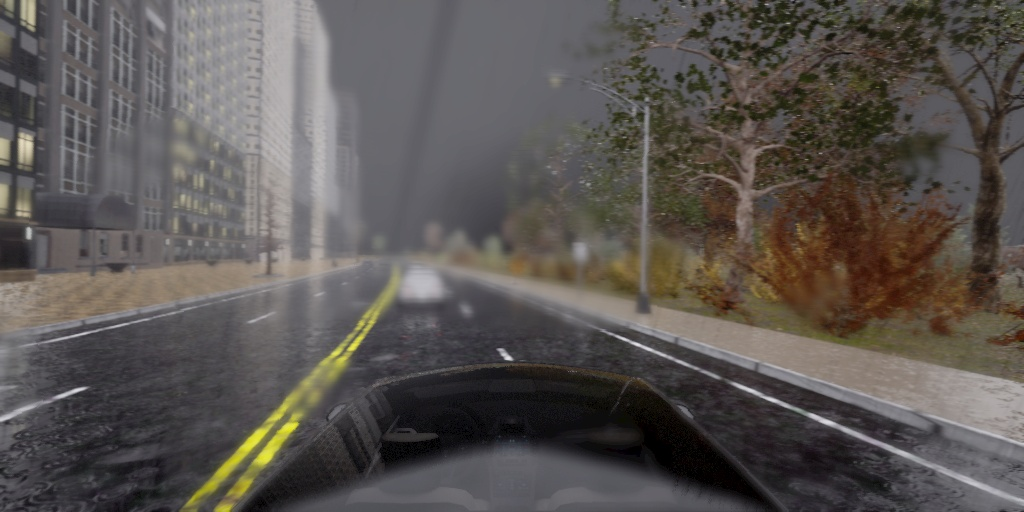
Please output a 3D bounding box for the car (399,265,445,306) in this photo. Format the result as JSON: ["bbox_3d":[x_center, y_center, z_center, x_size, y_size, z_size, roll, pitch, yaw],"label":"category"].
[{"bbox_3d":[-4.016,1.330,15.978,1.812,1.442,4.674,1,0,-15],"label":"car"}]

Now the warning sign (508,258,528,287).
[{"bbox_3d":[0.354,1.022,23.082,1.300,1.860,1.060,0,0,-16],"label":"warning sign"}]
